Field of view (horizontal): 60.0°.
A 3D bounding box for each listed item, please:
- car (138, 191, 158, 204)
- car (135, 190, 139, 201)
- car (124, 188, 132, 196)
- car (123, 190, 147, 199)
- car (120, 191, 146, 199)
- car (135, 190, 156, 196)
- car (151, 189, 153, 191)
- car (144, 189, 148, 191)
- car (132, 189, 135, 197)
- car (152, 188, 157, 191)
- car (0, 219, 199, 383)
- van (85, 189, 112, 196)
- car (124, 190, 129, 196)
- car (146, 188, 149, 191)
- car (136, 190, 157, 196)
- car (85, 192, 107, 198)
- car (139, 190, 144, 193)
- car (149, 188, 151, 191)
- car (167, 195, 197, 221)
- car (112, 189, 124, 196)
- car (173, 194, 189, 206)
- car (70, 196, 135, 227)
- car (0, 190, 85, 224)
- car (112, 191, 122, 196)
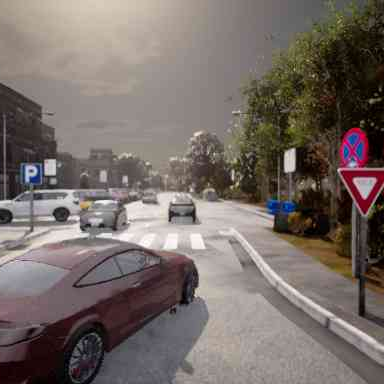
[{"bbox_3d":[-5.711,0.946,45.186,1.895,1.301,4.718,0,1,-2],"label":"car"},{"bbox_3d":[-11.258,0.772,51.593,4.792,1.488,2.163,-1,1,-22],"label":"car"},{"bbox_3d":[-11.026,0.696,45.581,4.553,1.767,2.185,-1,1,-22],"label":"car"},{"bbox_3d":[-11.988,0.401,69.567,4.553,1.767,2.185,-1,0,-22],"label":"car"},{"bbox_3d":[-11.838,0.600,66.576,4.674,1.452,2.002,-1,1,-22],"label":"car"},{"bbox_3d":[-12.620,0.301,90.637,5.366,1.575,1.946,-1,0,-22],"label":"car"},{"bbox_3d":[-12.158,0.489,75.587,4.792,1.488,2.163,-1,0,-22],"label":"car"},{"bbox_3d":[-11.446,0.624,60.651,5.366,1.575,1.946,-1,1,-22],"label":"car"},{"bbox_3d":[-11.139,0.655,48.580,4.553,1.767,2.185,-1,1,-22],"label":"car"},{"bbox_3d":[-12.674,0.338,87.568,4.892,1.521,2.231,-1,0,-22],"label":"car"},{"bbox_3d":[-1.475,1.460,5.294,1.812,1.442,4.674,2,2,24],"label":"car"},{"bbox_3d":[-10.702,0.763,33.519,4.442,1.987,1.878,-1,1,-22],"label":"van"},{"bbox_3d":[-10.944,0.903,42.576,4.674,1.452,2.002,-1,1,-22],"label":"car"},{"bbox_3d":[-11.720,0.343,63.597,5.566,2.045,2.435,-1,0,-22],"label":"car"},{"bbox_3d":[-12.747,0.270,93.636,5.366,1.575,1.946,-1,0,-22],"label":"car"},{"bbox_3d":[-10.177,1.064,27.640,5.366,1.575,1.946,-1,1,-22],"label":"car"},{"bbox_3d":[-11.372,0.452,54.587,5.566,2.045,2.435,-1,1,-22],"label":"car"},{"bbox_3d":[-12.102,0.367,72.566,4.553,1.767,2.185,-1,0,-22],"label":"car"},{"bbox_3d":[-0.702,1.139,23.583,2.128,1.511,4.902,0,1,-2],"label":"car"},{"bbox_3d":[-10.862,0.778,39.566,4.553,1.767,2.185,-1,1,-22],"label":"car"},{"bbox_3d":[-1.451,0.981,42.806,1.895,1.301,4.718,0,1,-2],"label":"car"},{"bbox_3d":[-4.648,1.214,18.018,2.128,1.511,4.902,0,1,-3],"label":"car"},{"bbox_3d":[-10.122,0.904,21.541,5.566,2.045,2.435,-1,1,-22],"label":"car"},{"bbox_3d":[-10.703,0.945,36.569,5.008,1.535,2.097,-1,1,-22],"label":"car"}]
